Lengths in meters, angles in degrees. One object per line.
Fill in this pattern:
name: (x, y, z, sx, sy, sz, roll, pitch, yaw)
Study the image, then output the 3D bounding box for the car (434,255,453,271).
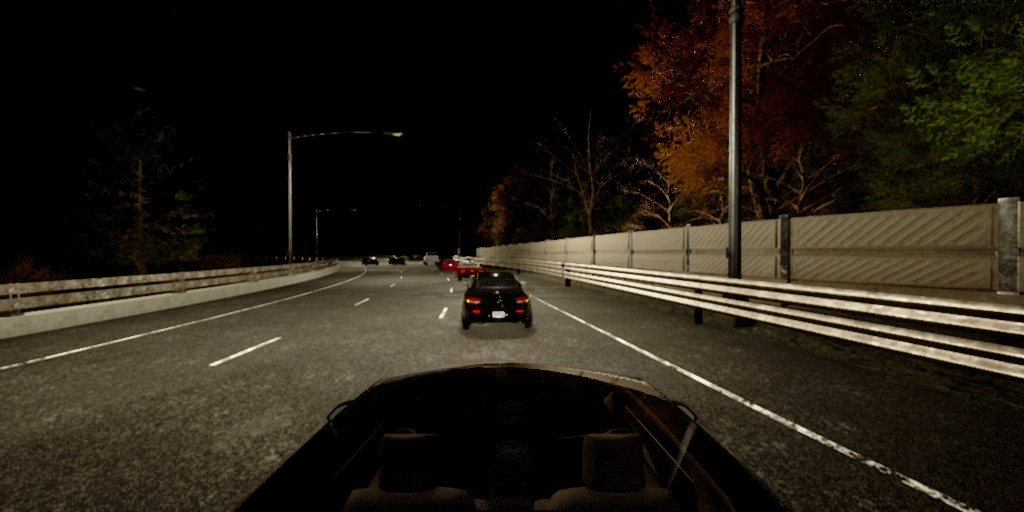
car: (-7.348, 0.924, 41.023, 1.994, 1.385, 4.181, 0, 1, -19)

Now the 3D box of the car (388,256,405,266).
car: (-17.764, 0.712, 55.098, 2.128, 1.511, 4.902, 0, 1, -29)

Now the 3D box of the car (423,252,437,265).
car: (-13.184, 0.408, 58.462, 2.150, 2.045, 5.566, 0, 1, -16)

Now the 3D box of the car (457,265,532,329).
car: (-0.504, 1.185, 10.742, 1.812, 1.442, 4.674, 0, 1, -5)

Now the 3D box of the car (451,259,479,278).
car: (-3.330, 1.096, 27.295, 1.895, 1.301, 4.718, 0, 1, -13)

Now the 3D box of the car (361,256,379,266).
car: (-22.098, 0.763, 55.747, 2.033, 1.411, 5.357, 0, 1, -32)
